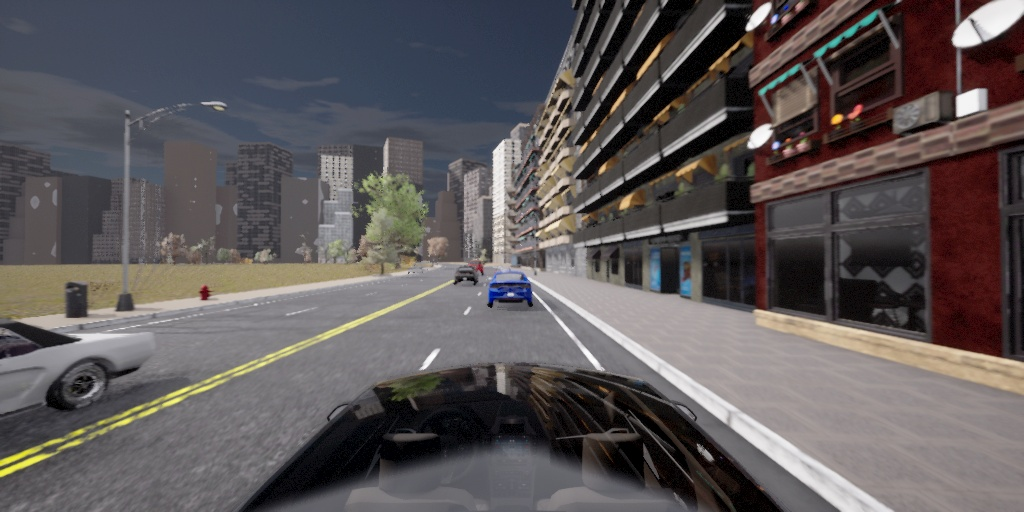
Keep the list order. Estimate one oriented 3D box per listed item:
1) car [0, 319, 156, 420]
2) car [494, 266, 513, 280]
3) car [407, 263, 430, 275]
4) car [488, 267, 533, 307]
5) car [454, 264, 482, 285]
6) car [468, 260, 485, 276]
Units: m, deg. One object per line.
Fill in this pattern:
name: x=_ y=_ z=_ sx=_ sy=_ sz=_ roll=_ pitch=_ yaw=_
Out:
car: x=-6.616 y=1.383 z=3.452 sx=1.895 sy=1.301 sz=4.718 roll=0 pitch=-1 yaw=0
car: x=-0.990 y=1.829 z=39.175 sx=1.895 sy=1.301 sz=4.718 roll=0 pitch=-1 yaw=-3
car: x=-11.041 y=1.496 z=42.408 sx=1.895 sy=1.301 sz=4.718 roll=0 pitch=-1 yaw=-4
car: x=-0.103 y=1.420 z=16.879 sx=1.882 sy=1.535 sz=5.008 roll=0 pitch=0 yaw=-1
car: x=-3.825 y=1.626 z=30.698 sx=1.837 sy=1.490 sz=4.892 roll=0 pitch=-2 yaw=-3
car: x=-4.857 y=1.579 z=48.602 sx=2.150 sy=2.045 sz=5.566 roll=0 pitch=-1 yaw=-4
